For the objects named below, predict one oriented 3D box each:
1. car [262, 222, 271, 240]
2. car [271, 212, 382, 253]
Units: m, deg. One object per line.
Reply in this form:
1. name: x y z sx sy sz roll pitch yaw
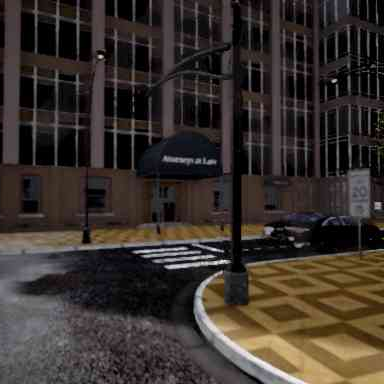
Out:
1. car: 5.997 1.815 17.768 4.902 1.511 2.128 1 -2 -26
2. car: 6.247 1.734 14.720 4.902 1.511 2.128 1 -2 -26
